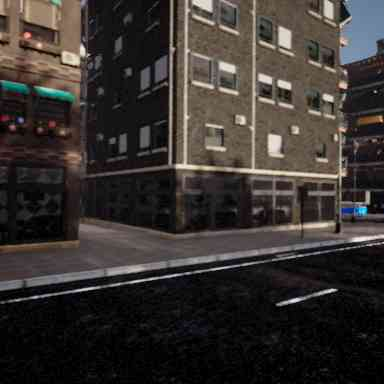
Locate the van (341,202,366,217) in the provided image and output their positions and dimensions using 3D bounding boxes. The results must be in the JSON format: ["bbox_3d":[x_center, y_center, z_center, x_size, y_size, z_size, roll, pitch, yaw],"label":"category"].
[{"bbox_3d":[19.527,2.149,41.402,1.690,1.788,3.998,0,-1,-36],"label":"van"}]
